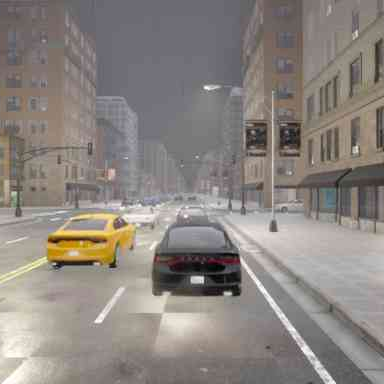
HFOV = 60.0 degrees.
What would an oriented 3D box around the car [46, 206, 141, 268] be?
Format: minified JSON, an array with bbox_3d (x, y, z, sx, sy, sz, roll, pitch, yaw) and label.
[{"bbox_3d":[-3.150,1.477,11.319,1.882,1.535,5.008,0,0,0],"label":"car"}]

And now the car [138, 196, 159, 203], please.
[{"bbox_3d":[-6.573,1.519,50.533,1.812,1.442,4.674,0,0,0],"label":"car"}]

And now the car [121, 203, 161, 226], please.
[{"bbox_3d":[-3.144,1.600,21.538,1.895,1.301,4.718,0,0,0],"label":"car"}]

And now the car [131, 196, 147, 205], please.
[{"bbox_3d":[-9.792,1.480,61.386,2.128,1.511,4.902,0,0,1],"label":"car"}]

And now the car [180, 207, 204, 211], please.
[{"bbox_3d":[0.010,1.547,18.970,2.033,1.411,5.357,0,0,0],"label":"car"}]

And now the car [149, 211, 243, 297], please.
[{"bbox_3d":[0.102,1.477,8.667,1.882,1.535,5.008,0,0,0],"label":"car"}]

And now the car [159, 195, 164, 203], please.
[{"bbox_3d":[-6.561,1.516,59.635,1.812,1.442,4.674,0,0,0],"label":"car"}]

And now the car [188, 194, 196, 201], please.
[{"bbox_3d":[0.020,1.456,80.757,1.882,1.535,5.008,0,0,0],"label":"car"}]

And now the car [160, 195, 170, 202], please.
[{"bbox_3d":[-6.480,1.469,79.958,1.837,1.490,4.892,0,0,0],"label":"car"}]

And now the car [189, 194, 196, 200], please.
[{"bbox_3d":[0.022,1.324,91.177,1.882,1.535,5.008,0,0,0],"label":"car"}]

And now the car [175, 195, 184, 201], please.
[{"bbox_3d":[-3.230,1.478,80.758,1.837,1.490,4.892,0,0,0],"label":"car"}]

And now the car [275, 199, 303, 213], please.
[{"bbox_3d":[11.729,1.560,37.396,4.674,1.442,1.812,0,0,0],"label":"car"}]

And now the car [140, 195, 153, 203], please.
[{"bbox_3d":[-9.732,1.509,71.618,2.128,1.511,4.902,0,0,0],"label":"car"}]

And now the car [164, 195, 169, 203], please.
[{"bbox_3d":[-6.483,1.525,69.785,2.033,1.411,5.357,0,0,0],"label":"car"}]

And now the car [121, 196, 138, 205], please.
[{"bbox_3d":[-9.832,1.497,52.201,1.837,1.490,4.892,0,0,0],"label":"car"}]

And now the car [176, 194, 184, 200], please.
[{"bbox_3d":[-3.228,1.386,91.178,2.033,1.411,5.357,0,0,0],"label":"car"}]
